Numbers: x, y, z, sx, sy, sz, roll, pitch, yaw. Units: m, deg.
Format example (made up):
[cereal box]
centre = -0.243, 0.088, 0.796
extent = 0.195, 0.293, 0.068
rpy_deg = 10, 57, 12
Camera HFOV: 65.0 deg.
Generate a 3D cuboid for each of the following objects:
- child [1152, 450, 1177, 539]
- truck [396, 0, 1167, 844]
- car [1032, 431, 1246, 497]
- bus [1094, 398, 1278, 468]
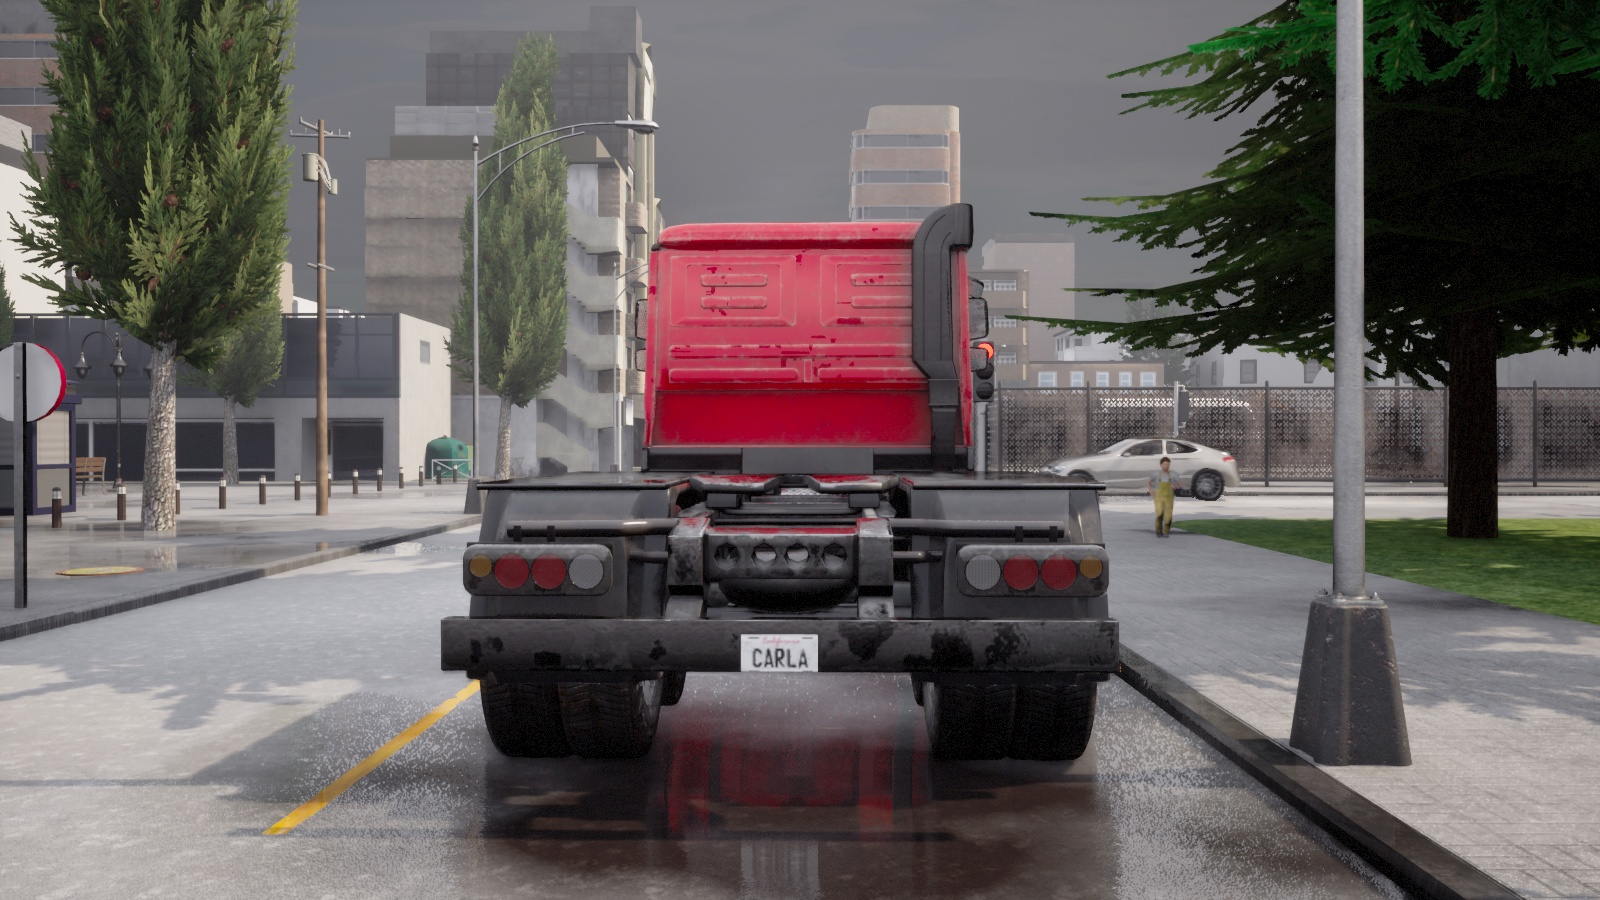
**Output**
[child]
centre = 5.257, 0.638, 18.119
extent = 0.270, 1.263, 0.437
rpy_deg = 0, 0, 4
[truck]
centre = 0.020, -0.284, 8.679
extent = 2.891, 3.462, 7.936
rpy_deg = 0, 0, 1
[car]
centre = 8.791, 0.346, 32.943
extent = 5.027, 1.651, 2.152
rpy_deg = 0, 0, 0
[bus]
centre = 23.857, -1.052, 78.208
extent = 10.273, 4.253, 3.944
rpy_deg = 0, 0, 2
